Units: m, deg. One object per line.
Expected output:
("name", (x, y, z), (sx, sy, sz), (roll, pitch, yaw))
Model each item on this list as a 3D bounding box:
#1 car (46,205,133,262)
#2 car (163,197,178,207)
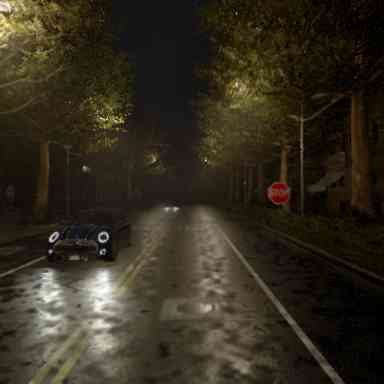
("car", (-3.566, 1.427, 12.391), (2.097, 1.767, 4.553), (0, 0, 0))
("car", (-3.491, 1.953, 57.237), (1.895, 1.301, 4.718), (0, 0, 0))
